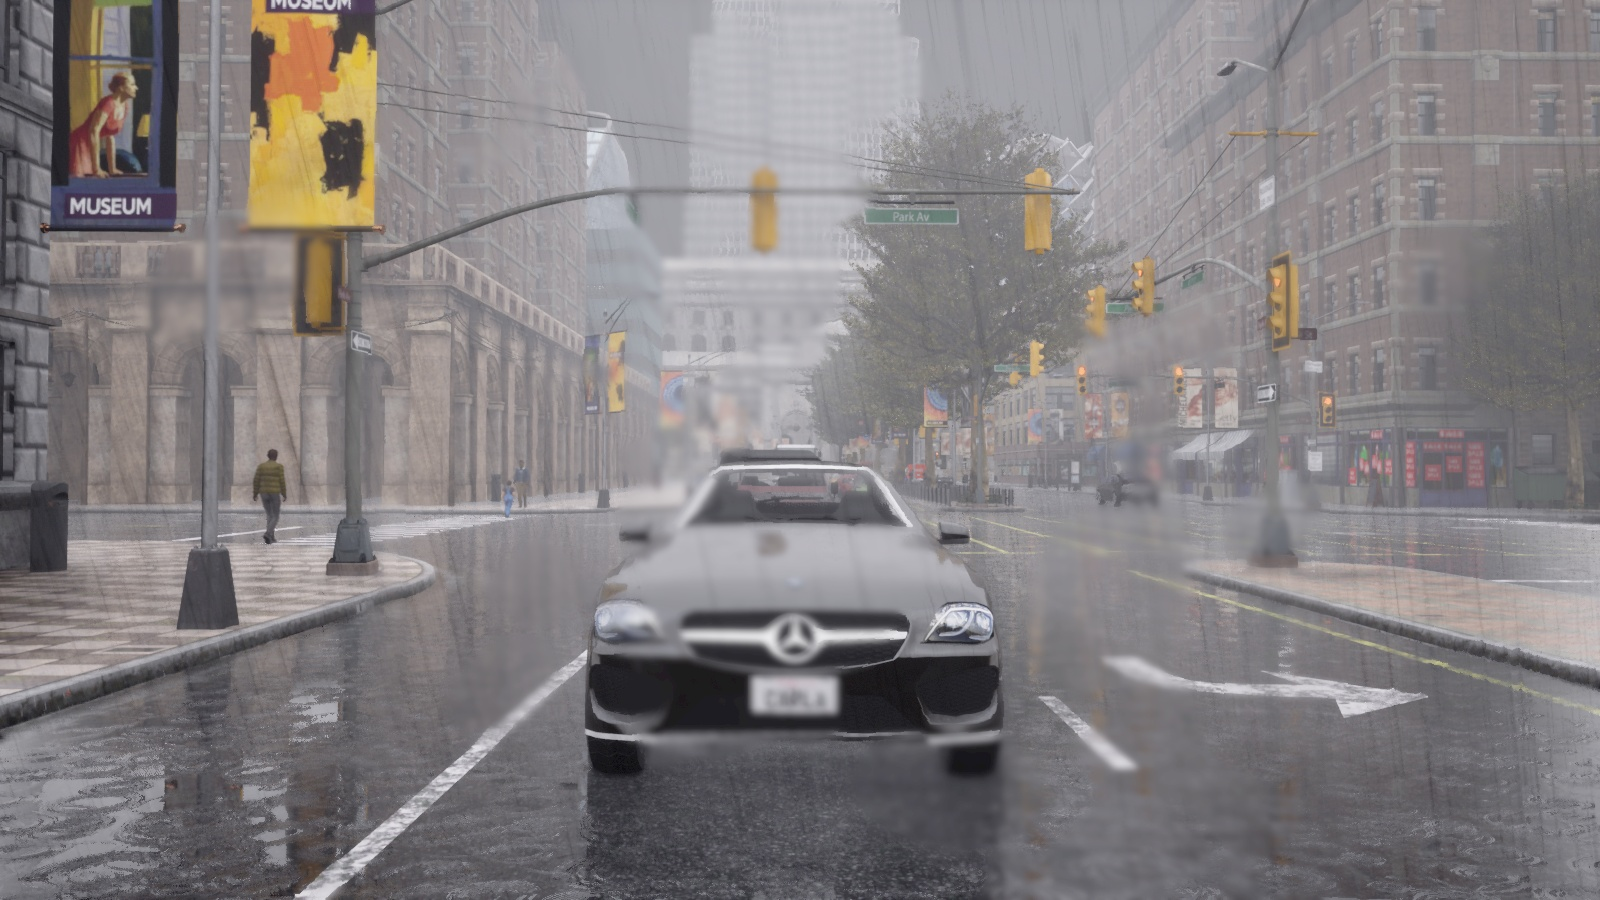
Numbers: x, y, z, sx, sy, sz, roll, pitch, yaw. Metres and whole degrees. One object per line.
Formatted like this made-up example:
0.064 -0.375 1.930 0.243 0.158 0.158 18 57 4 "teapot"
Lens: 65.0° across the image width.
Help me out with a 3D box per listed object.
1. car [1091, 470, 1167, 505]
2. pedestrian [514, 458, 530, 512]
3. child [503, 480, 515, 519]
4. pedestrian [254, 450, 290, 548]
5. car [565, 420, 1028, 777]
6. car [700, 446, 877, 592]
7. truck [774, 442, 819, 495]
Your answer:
14.845 1.666 56.997 2.128 1.511 4.902 0 -1 0 "car"
-10.140 1.279 45.799 0.423 1.949 0.788 0 -1 1 "pedestrian"
-9.623 1.632 41.472 0.270 1.263 0.437 0 -1 4 "child"
-9.968 0.918 23.712 0.370 1.835 0.726 0 -1 1 "pedestrian"
-0.025 0.733 8.363 2.152 1.651 5.027 0 -1 0 "car"
-0.294 0.918 18.273 1.905 1.878 3.866 0 -1 -11 "car"
-0.245 1.280 86.376 2.891 3.462 7.936 0 -1 0 "truck"
